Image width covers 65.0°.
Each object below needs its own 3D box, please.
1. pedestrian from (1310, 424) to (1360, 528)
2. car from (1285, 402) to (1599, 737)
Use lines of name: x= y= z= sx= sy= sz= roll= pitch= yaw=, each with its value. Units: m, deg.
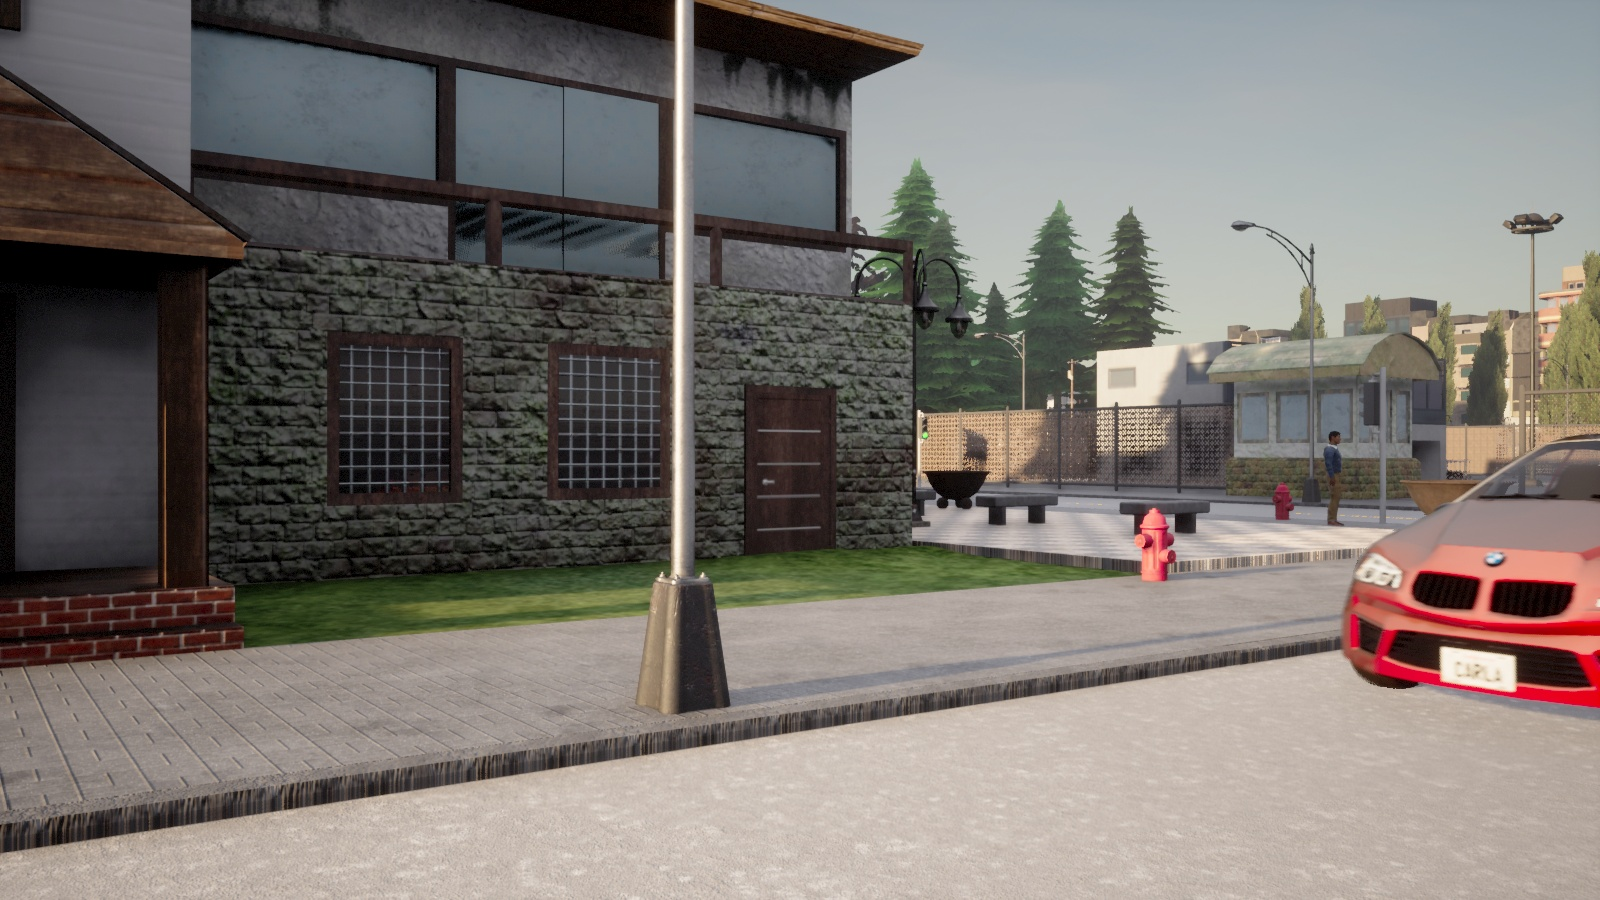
pedestrian: x=10.221 y=0.487 z=24.008 sx=0.788 sy=1.949 sz=0.423 roll=0 pitch=0 yaw=39
car: x=5.517 y=0.597 z=8.101 sx=4.611 sy=1.667 sz=2.242 roll=0 pitch=0 yaw=-35
